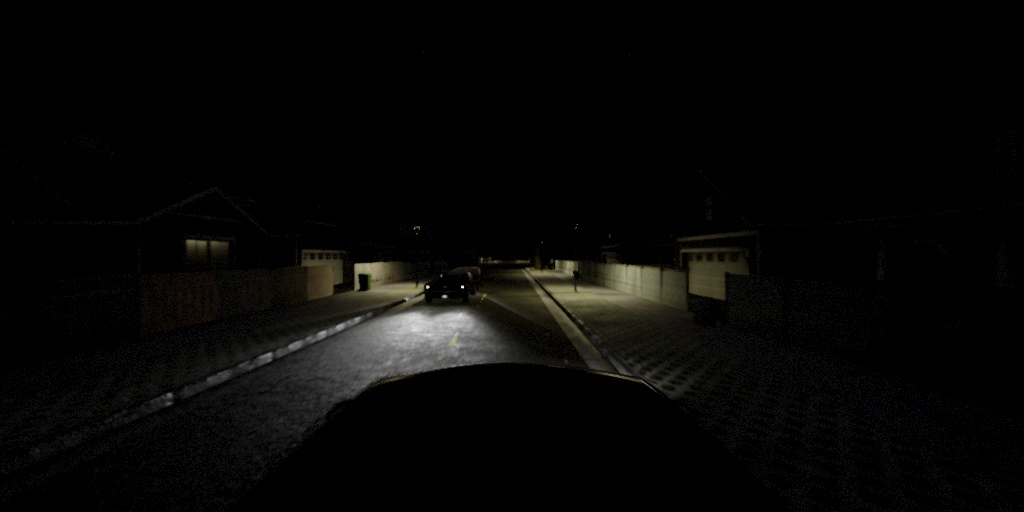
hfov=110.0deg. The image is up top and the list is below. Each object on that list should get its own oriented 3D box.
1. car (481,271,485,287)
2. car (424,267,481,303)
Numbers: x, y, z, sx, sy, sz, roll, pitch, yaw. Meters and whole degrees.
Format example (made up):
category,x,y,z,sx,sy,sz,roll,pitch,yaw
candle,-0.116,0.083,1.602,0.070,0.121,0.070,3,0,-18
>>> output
category,x,y,z,sx,sy,sz,roll,pitch,yaw
car,-2.765,1.353,22.063,1.895,1.301,4.718,0,0,0
car,-2.753,1.356,16.909,1.895,1.301,4.718,0,0,0
